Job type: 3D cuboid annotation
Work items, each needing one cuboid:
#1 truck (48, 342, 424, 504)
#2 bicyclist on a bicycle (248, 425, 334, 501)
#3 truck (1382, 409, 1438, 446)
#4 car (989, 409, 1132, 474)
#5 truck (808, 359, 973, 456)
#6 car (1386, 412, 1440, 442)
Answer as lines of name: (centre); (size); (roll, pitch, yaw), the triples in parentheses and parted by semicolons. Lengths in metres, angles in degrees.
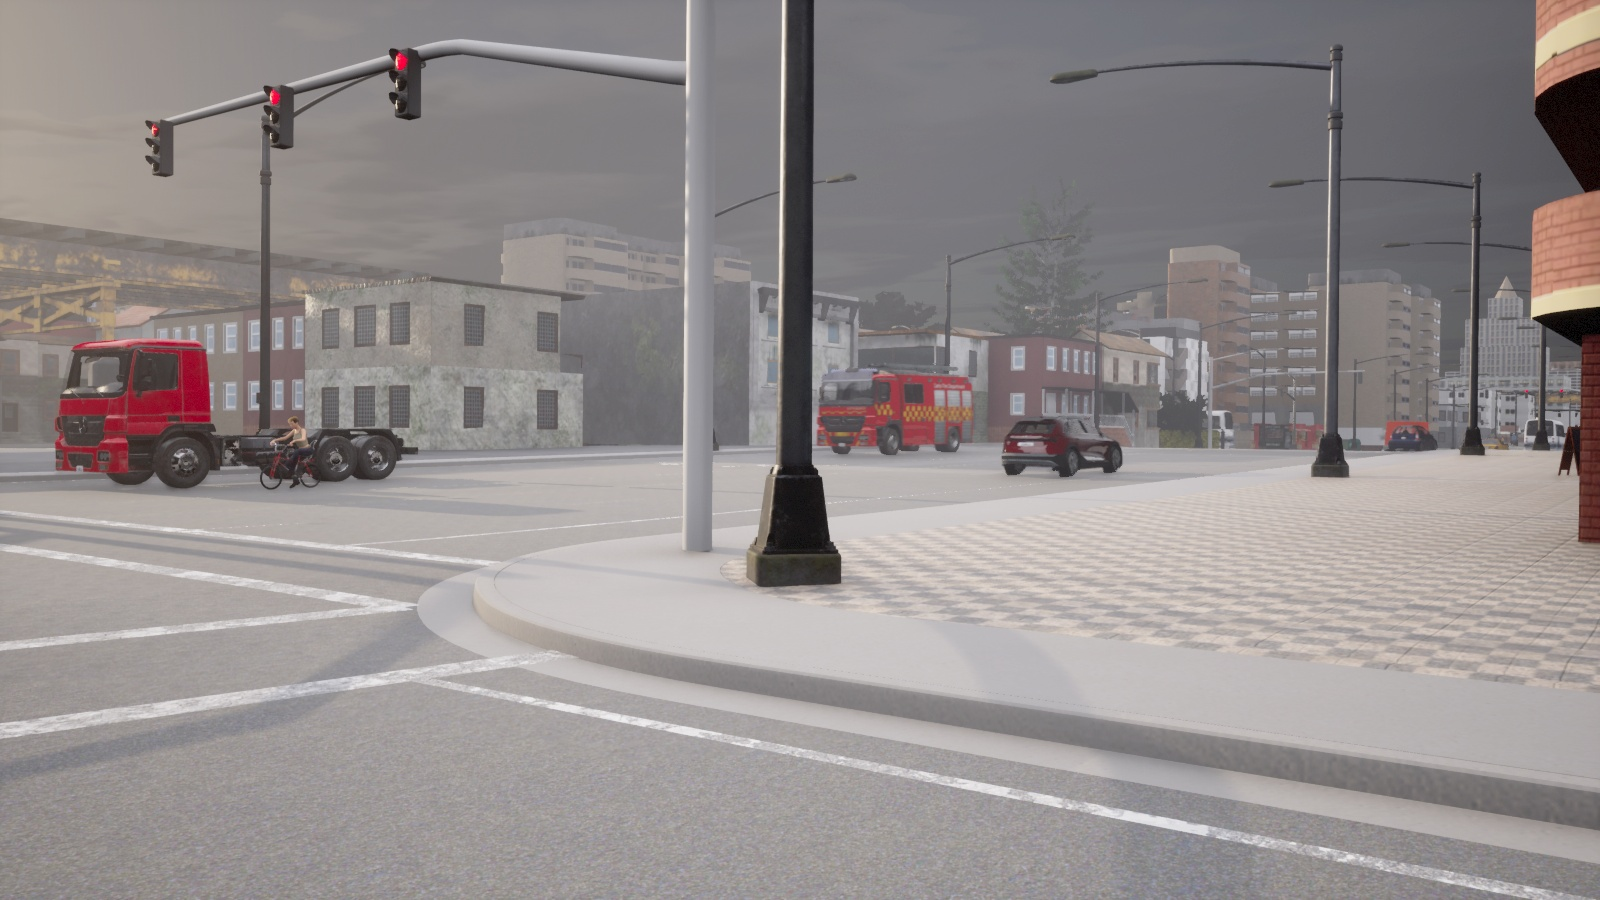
truck: (-13.461, -0.683, 30.770); (2.891, 3.462, 7.936); (0, 2, 36)
bicyclist on a bicycle: (-11.302, 0.264, 27.917); (0.866, 1.612, 1.509); (0, 2, 36)
truck: (43.166, -1.545, 88.839); (2.627, 2.467, 5.204); (0, 0, 37)
car: (7.384, -0.275, 35.235); (2.033, 1.649, 4.856); (0, 2, 37)
truck: (4.062, -1.831, 54.151); (2.891, 3.827, 8.468); (0, 2, 37)
car: (35.839, -1.307, 73.381); (1.851, 1.617, 3.988); (0, -1, 42)
